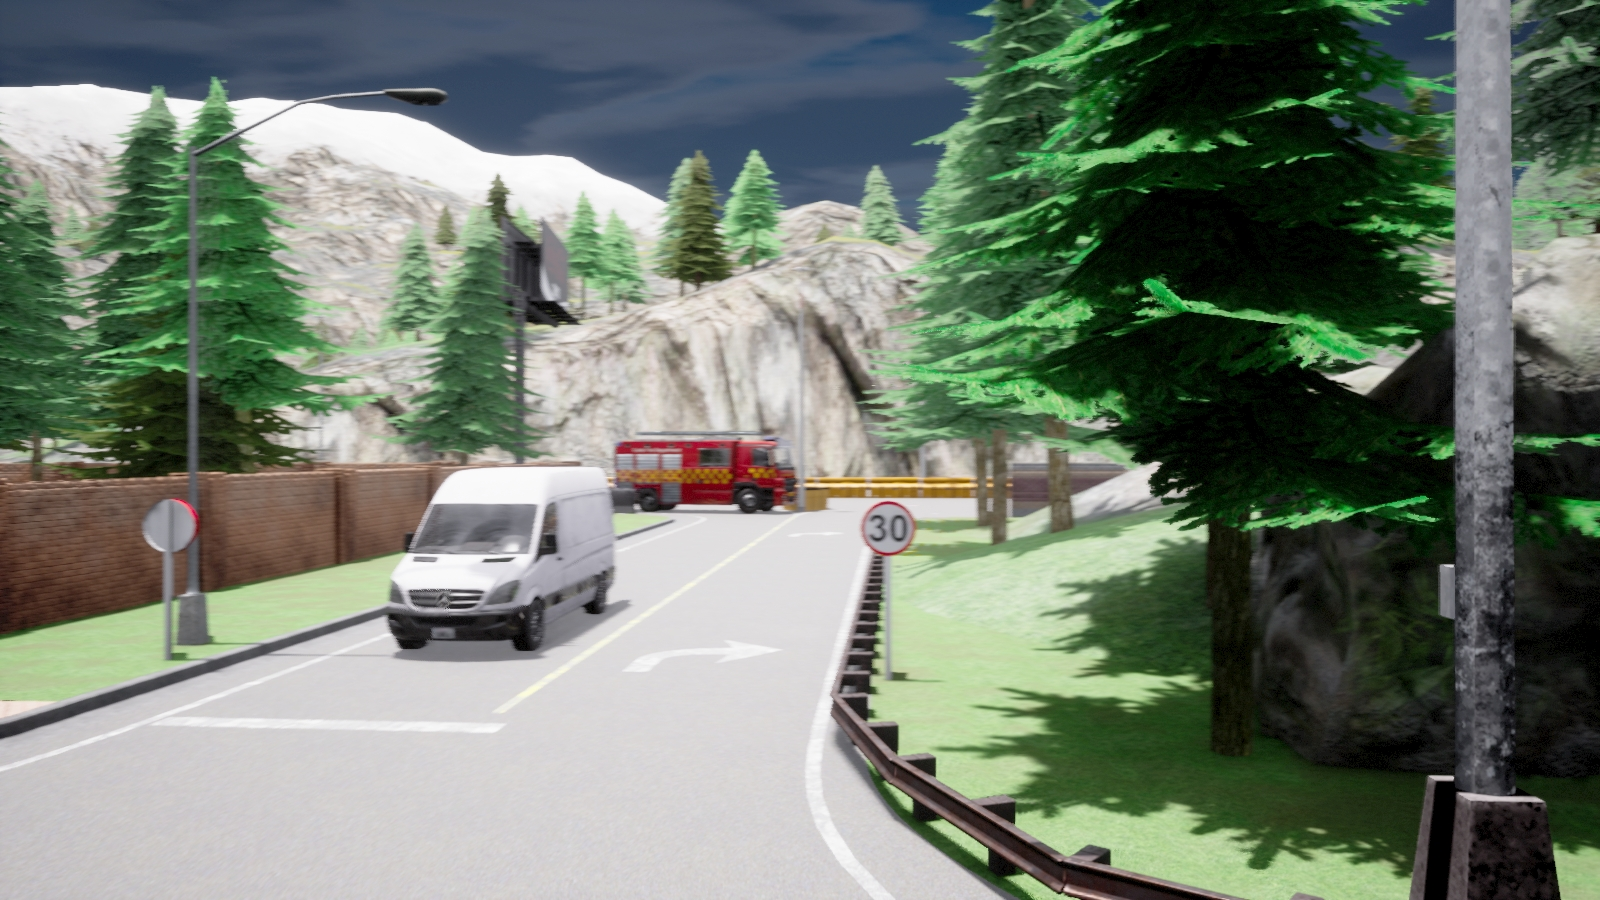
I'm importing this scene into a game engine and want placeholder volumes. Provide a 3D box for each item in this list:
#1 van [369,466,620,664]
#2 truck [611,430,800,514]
[{"bbox_3d":[-4.552,1.563,18.191,1.988,2.561,5.915,0,0,5],"label":"van"},{"bbox_3d":[-4.474,1.013,54.312,8.468,3.827,2.891,0,0,16],"label":"truck"}]
